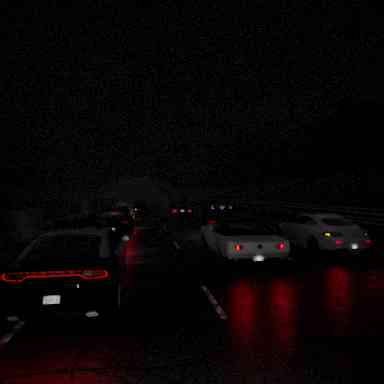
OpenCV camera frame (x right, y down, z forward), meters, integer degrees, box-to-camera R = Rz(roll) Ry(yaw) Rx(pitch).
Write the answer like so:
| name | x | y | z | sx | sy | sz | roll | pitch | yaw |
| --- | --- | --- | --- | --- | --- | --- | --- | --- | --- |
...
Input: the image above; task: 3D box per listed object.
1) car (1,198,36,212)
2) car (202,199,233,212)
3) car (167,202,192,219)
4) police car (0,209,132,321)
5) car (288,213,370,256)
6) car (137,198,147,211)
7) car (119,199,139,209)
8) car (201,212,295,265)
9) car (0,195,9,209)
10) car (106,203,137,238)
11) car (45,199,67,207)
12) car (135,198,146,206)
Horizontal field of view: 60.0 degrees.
| name | x | y | z | sx | sy | sz | roll | pitch | yaw |
| --- | --- | --- | --- | --- | --- | --- | --- | --- | --- |
| car | -20.655 | 1.696 | 40.370 | 2.033 | 1.411 | 5.357 | 0 | 0 | -9 |
| car | 2.253 | 1.421 | 30.654 | 2.097 | 1.767 | 4.553 | 0 | 0 | -9 |
| car | -1.167 | 1.615 | 29.862 | 2.033 | 1.411 | 5.357 | 0 | 0 | -9 |
| police car | -2.504 | 1.425 | 7.572 | 1.930 | 1.638 | 5.238 | 0 | 0 | -9 |
| car | 4.914 | 1.529 | 13.038 | 1.812 | 1.442 | 4.674 | 0 | 0 | -9 |
| car | -6.951 | 1.706 | 44.205 | 2.033 | 1.411 | 5.357 | 0 | 0 | -8 |
| car | -4.907 | 1.496 | 23.484 | 1.801 | 1.575 | 5.366 | 0 | 0 | -9 |
| car | 1.577 | 1.604 | 11.694 | 1.895 | 1.301 | 4.718 | 0 | 0 | -9 |
| car | -24.295 | 1.379 | 41.052 | 2.150 | 2.045 | 5.566 | 0 | 0 | -9 |
| car | -3.982 | 1.545 | 17.359 | 1.812 | 1.442 | 4.674 | 0 | 0 | -9 |
| car | -17.520 | 1.668 | 43.062 | 1.837 | 1.490 | 4.892 | 0 | 0 | -9 |
| car | -9.678 | 1.861 | 62.110 | 1.994 | 1.385 | 4.181 | 0 | -1 | -9 |
